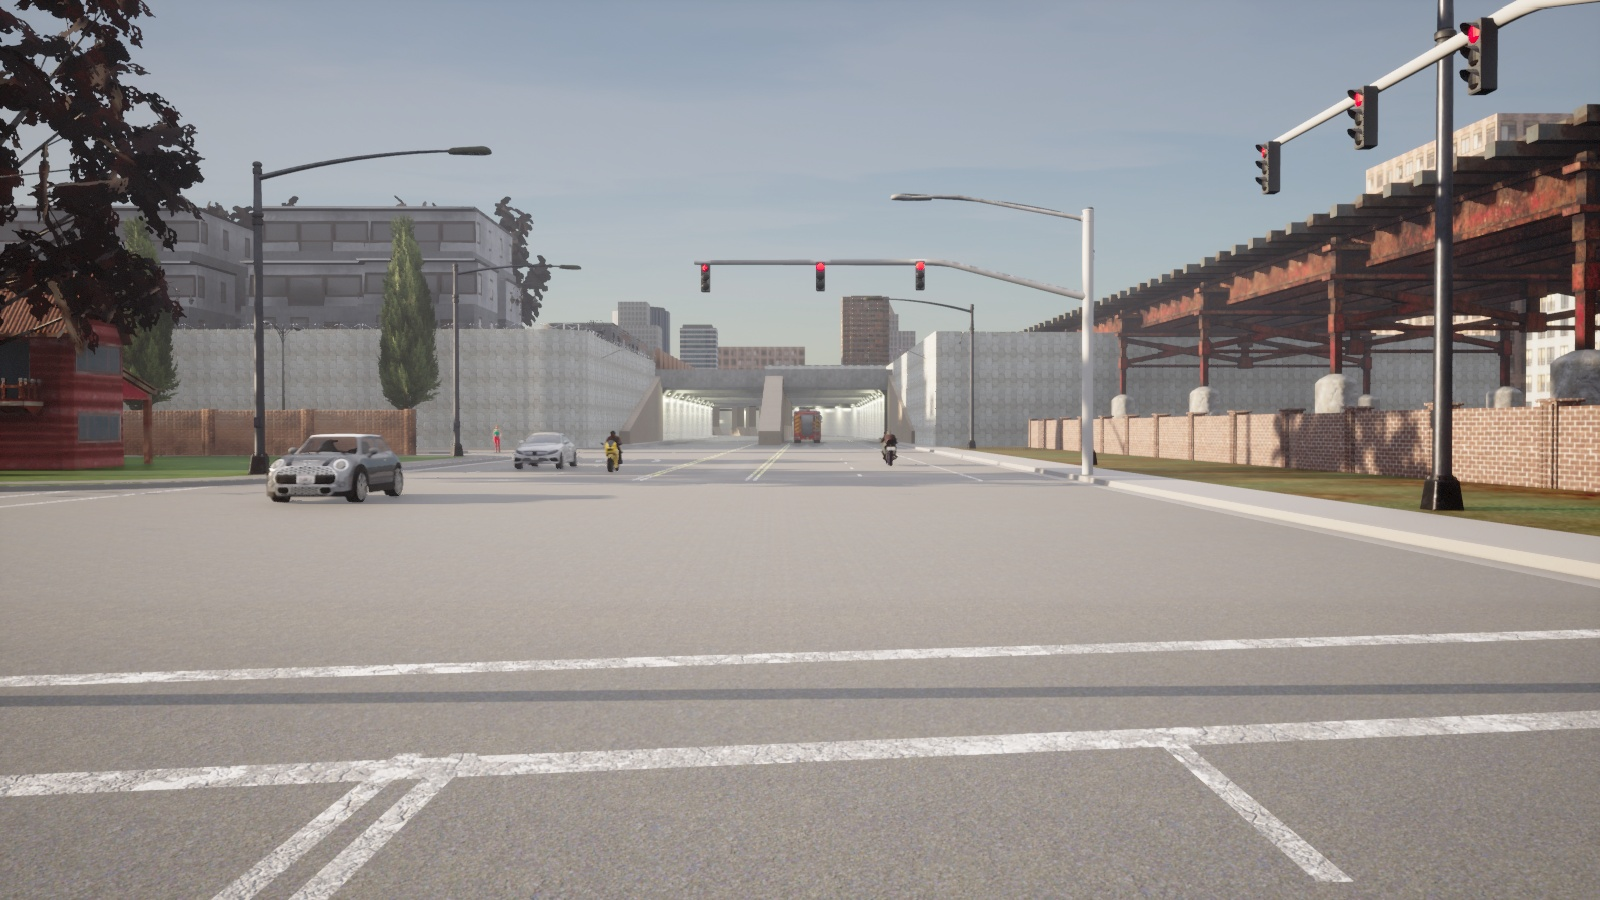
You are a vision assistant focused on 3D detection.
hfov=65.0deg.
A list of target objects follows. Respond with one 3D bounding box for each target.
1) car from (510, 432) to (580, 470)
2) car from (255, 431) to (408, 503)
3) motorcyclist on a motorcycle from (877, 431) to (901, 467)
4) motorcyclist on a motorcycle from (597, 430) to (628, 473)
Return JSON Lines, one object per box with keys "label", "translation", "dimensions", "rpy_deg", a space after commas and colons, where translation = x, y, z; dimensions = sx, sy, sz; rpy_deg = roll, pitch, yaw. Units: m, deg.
{"label": "car", "translation": [-10.201, -0.005, 50.548], "dimensions": [1.812, 1.442, 4.674], "rpy_deg": [0, 1, 0]}
{"label": "car", "translation": [-10.328, 0.324, 27.998], "dimensions": [1.970, 1.475, 3.806], "rpy_deg": [0, 1, 0]}
{"label": "motorcyclist on a motorcycle", "translation": [3.817, -0.052, 53.935], "dimensions": [0.866, 1.530, 2.191], "rpy_deg": [0, 1, 0]}
{"label": "motorcyclist on a motorcycle", "translation": [-6.731, 0.046, 45.201], "dimensions": [0.797, 1.523, 2.044], "rpy_deg": [0, 1, 0]}
